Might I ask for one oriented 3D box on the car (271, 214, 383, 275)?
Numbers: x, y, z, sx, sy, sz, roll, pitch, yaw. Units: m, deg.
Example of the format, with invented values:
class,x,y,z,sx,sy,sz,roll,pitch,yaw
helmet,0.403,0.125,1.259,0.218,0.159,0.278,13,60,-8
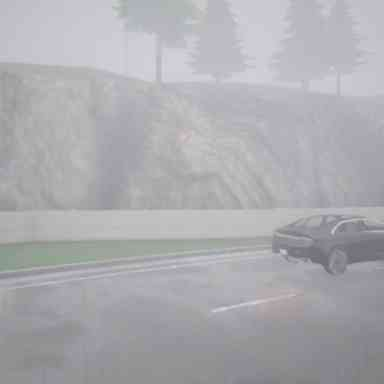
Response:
class,x,y,z,sx,sy,sz,roll,pitch,yaw
car,4.704,1.425,10.062,4.902,1.511,2.128,0,0,-24
